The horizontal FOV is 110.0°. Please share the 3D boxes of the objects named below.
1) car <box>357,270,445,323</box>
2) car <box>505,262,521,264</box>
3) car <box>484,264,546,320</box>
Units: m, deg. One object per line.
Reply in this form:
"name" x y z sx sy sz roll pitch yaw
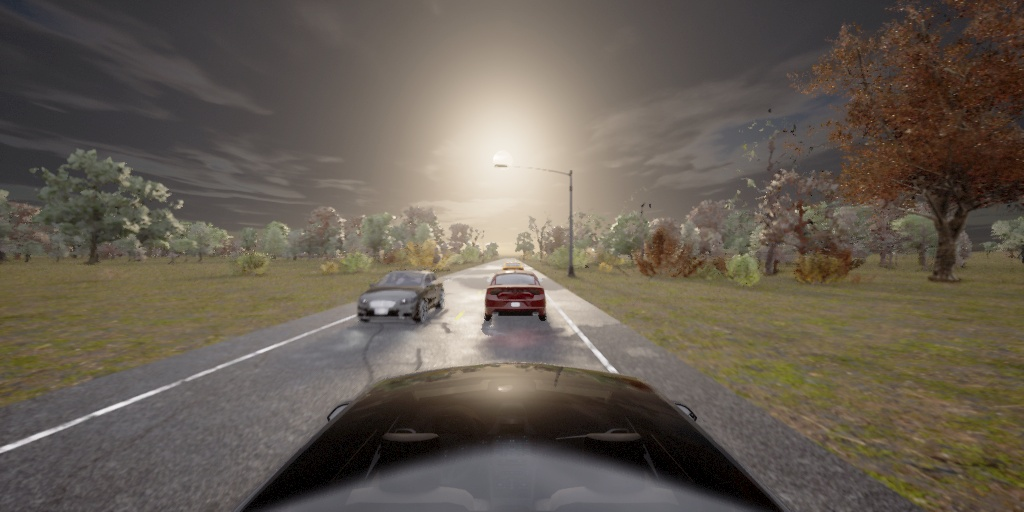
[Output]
"car" -3.534 1.243 12.206 2.128 1.511 4.902 0 0 0
"car" 0.104 1.231 31.071 1.882 1.535 5.008 0 0 0
"car" 0.102 1.229 12.679 1.882 1.535 5.008 0 0 0
